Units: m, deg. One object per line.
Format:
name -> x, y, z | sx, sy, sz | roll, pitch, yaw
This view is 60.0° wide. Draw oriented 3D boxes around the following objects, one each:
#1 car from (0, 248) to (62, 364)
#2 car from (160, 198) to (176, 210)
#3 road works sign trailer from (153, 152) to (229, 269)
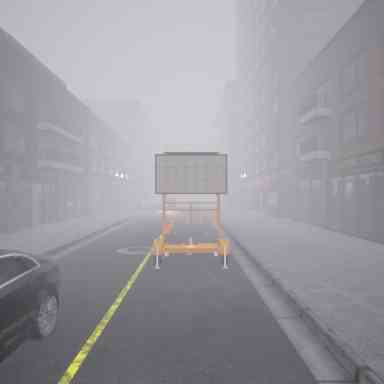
car -> -3.112, 1.492, 3.731 | 2.128, 1.511, 4.902 | 0, 0, 0
car -> -3.136, 1.517, 44.036 | 2.128, 1.511, 4.902 | 0, 0, 0
road works sign trailer -> -0.027, 0.467, 11.172 | 2.380, 3.560, 2.880 | 0, 0, 0
